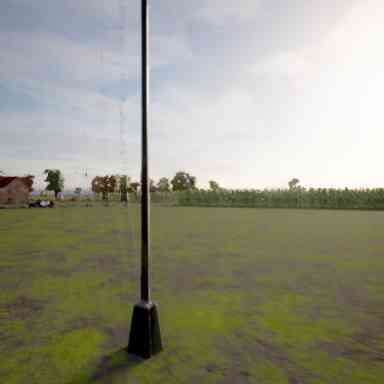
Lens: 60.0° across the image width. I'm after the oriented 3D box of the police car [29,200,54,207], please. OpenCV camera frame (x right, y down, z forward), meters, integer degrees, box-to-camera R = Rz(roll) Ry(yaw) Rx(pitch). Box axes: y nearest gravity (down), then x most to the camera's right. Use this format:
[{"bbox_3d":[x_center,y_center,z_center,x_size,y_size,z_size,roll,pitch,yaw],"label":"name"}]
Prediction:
[{"bbox_3d":[-31.842,2.398,70.374,2.038,1.542,4.974,0,0,35],"label":"police car"}]
